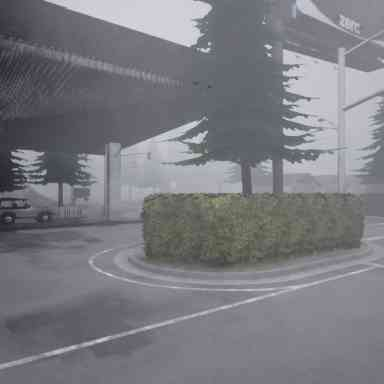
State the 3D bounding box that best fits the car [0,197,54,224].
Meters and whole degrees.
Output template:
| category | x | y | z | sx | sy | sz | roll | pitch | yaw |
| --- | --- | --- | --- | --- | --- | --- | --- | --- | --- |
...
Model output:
| category | x | y | z | sx | sy | sz | roll | pitch | yaw |
| --- | --- | --- | --- | --- | --- | --- | --- | --- | --- |
| car | -11.937 | 1.313 | 23.507 | 3.866 | 1.878 | 1.905 | 0 | 0 | -36 |
